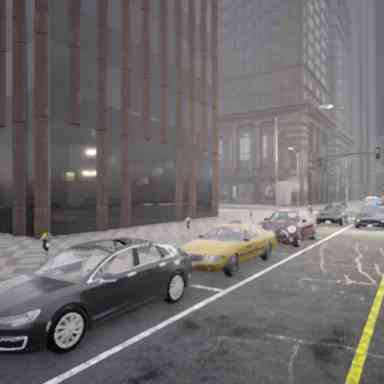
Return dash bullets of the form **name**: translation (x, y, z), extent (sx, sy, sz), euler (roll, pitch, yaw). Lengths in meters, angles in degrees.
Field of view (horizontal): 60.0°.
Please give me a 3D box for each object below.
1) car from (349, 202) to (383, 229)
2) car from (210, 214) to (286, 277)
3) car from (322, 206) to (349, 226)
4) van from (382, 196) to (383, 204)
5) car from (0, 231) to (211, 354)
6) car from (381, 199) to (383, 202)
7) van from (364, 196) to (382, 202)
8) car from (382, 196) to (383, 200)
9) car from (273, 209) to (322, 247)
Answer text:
- **car**: translation (12.189, 1.661, 22.225), extent (2.033, 1.411, 5.357), euler (-1, -1, 34)
- **car**: translation (1.292, 1.610, 10.741), extent (1.752, 1.417, 4.829), euler (0, -1, 34)
- **car**: translation (10.568, 1.707, 24.678), extent (1.947, 1.339, 4.313), euler (0, 0, 34)
- **van**: translation (43.422, 1.732, 74.051), extent (1.690, 1.788, 3.998), euler (-1, -1, 34)
- **car**: translation (-1.674, 1.615, 6.283), extent (2.008, 1.369, 4.403), euler (-1, -1, 34)
- **car**: translation (19.750, 1.633, 30.050), extent (4.902, 1.511, 2.128), euler (0, 0, -30)
- **van**: translation (25.336, 1.582, 46.872), extent (1.690, 1.788, 3.998), euler (0, -1, 34)
- **car**: translation (28.350, 1.704, 51.401), extent (1.967, 1.590, 4.097), euler (-1, -1, 34)
- **car**: translation (4.447, 1.546, 15.482), extent (1.967, 1.590, 4.097), euler (0, 0, 34)
